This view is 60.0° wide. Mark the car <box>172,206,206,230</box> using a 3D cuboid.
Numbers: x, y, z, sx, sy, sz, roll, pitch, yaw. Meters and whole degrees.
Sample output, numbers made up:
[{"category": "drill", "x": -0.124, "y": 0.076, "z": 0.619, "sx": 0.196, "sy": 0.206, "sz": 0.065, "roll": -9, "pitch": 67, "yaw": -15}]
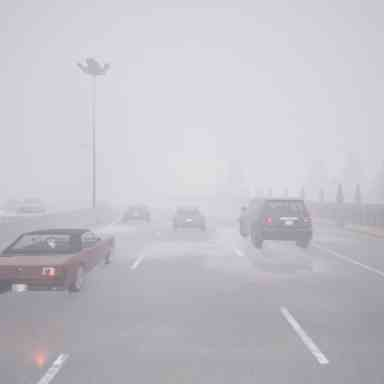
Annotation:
[{"category": "car", "x": -0.265, "y": 1.586, "z": 21.098, "sx": 1.994, "sy": 1.385, "sz": 4.181, "roll": 0, "pitch": 0, "yaw": -3}]

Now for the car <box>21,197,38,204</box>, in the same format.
[{"category": "car", "x": -35.278, "y": 1.803, "z": 72.057, "sx": 2.033, "sy": 1.411, "sz": 5.357, "roll": 0, "pitch": 0, "yaw": -39}]

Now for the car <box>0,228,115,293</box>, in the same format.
[{"category": "car", "x": -3.404, "y": 1.607, "z": 8.802, "sx": 1.895, "sy": 1.301, "sz": 4.718, "roll": 0, "pitch": 0, "yaw": 0}]

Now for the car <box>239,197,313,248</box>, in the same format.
[{"category": "car", "x": 3.538, "y": 1.235, "z": 15.004, "sx": 2.150, "sy": 2.045, "sz": 5.566, "roll": 0, "pitch": 0, "yaw": -1}]

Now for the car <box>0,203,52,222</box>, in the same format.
[{"category": "car", "x": -11.044, "y": 1.628, "z": 22.259, "sx": 1.895, "sy": 1.301, "sz": 4.718, "roll": 0, "pitch": 0, "yaw": -5}]

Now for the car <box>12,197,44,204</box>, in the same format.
[{"category": "car", "x": -16.490, "y": 1.420, "z": 34.289, "sx": 2.097, "sy": 1.767, "sz": 4.553, "roll": 0, "pitch": 0, "yaw": -13}]

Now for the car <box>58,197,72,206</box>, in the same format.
[{"category": "car", "x": -23.420, "y": 1.682, "z": 61.408, "sx": 1.882, "sy": 1.535, "sz": 5.008, "roll": 0, "pitch": 0, "yaw": -29}]

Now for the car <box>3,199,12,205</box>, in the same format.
[{"category": "car", "x": -22.022, "y": 1.609, "z": 41.206, "sx": 1.837, "sy": 1.490, "sz": 4.892, "roll": 0, "pitch": 0, "yaw": -19}]

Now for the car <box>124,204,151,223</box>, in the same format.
[{"category": "car", "x": -4.261, "y": 1.598, "z": 26.244, "sx": 1.994, "sy": 1.385, "sz": 4.181, "roll": 0, "pitch": 0, "yaw": -6}]
